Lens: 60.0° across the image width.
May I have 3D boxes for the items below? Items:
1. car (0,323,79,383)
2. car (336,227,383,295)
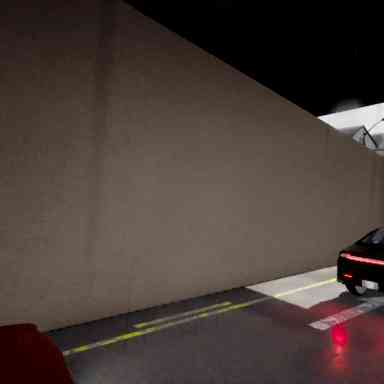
[{"bbox_3d":[-2.998,1.601,1.687,4.718,1.301,1.895,0,0,-35],"label":"car"},{"bbox_3d":[5.244,1.491,7.512,4.902,1.511,2.128,0,0,-35],"label":"car"}]
